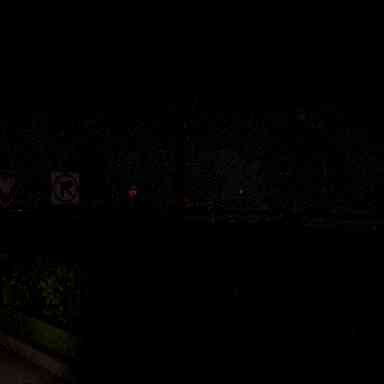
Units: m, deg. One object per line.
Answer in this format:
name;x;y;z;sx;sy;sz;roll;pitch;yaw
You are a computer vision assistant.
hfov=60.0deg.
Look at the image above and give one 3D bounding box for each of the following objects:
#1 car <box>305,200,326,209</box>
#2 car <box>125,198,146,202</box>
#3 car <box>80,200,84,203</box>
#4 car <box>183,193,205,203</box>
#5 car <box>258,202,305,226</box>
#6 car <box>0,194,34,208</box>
car;12.382;1.502;33.724;1.816;1.474;4.193;0;0;35
car;-8.509;1.573;51.687;1.994;1.385;4.181;0;0;36
car;-17.197;1.525;45.623;2.128;1.511;4.902;0;0;36
car;0.283;1.258;63.877;2.150;2.045;5.566;0;0;36
car;5.957;1.517;22.515;1.784;1.438;3.905;0;0;35
car;-19.494;1.256;36.456;2.150;2.045;5.566;0;0;36
